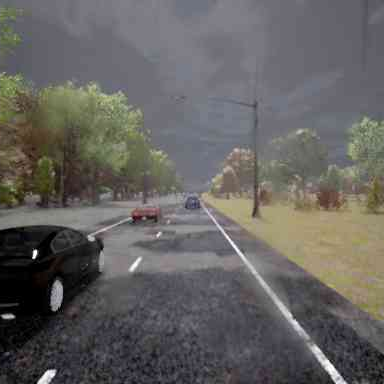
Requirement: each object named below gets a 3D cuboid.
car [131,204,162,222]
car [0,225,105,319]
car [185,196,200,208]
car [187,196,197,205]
[{"bbox_3d":[-3.402,1.587,25.949,1.895,1.301,4.718,0,0,0],"label":"car"},{"bbox_3d":[-3.400,1.473,7.489,1.882,1.535,5.008,0,0,0],"label":"car"},{"bbox_3d":[0.098,1.328,46.998,2.097,1.767,4.553,0,0,0],"label":"car"},{"bbox_3d":[-0.002,1.478,58.923,1.837,1.490,4.892,0,0,0],"label":"car"}]
